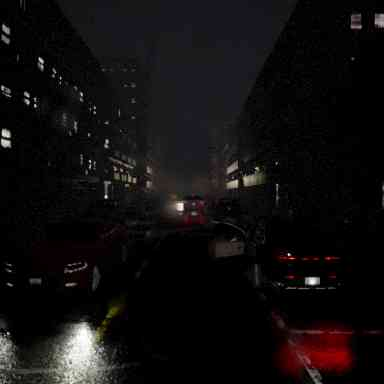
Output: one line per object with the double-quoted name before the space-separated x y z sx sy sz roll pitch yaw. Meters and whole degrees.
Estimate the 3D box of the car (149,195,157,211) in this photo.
"car" -5.548 1.480 38.451 1.967 1.590 4.097 0 0 0

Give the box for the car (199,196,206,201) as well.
"car" 3.034 1.786 95.318 1.802 1.307 4.206 0 0 0

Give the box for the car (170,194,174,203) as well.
"car" -5.428 1.648 72.419 1.752 1.417 4.829 0 0 0

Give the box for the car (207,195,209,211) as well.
"car" 2.832 1.480 38.418 1.967 1.590 4.097 0 0 0

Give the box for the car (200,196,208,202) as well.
"car" 2.993 1.744 83.937 1.802 1.307 4.206 0 0 0

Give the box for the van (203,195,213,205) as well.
"van" 2.914 1.430 61.177 1.690 1.788 3.998 0 0 0

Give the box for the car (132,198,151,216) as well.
"car" -5.569 1.582 32.760 2.008 1.369 4.403 0 0 0

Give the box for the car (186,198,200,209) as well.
"car" 0.202 1.559 46.238 1.837 1.490 4.892 0 0 1

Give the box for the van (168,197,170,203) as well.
"van" -5.466 1.430 61.209 1.690 1.788 3.998 0 0 0

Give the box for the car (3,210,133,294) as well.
"car" -3.070 1.481 9.036 1.882 1.535 5.008 0 0 0

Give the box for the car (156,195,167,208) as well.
"car" -5.507 1.376 49.830 2.192 1.841 5.009 0 0 0

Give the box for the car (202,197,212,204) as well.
"car" 2.932 1.650 66.867 1.887 1.381 4.507 0 0 0

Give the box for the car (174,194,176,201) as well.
"car" -5.407 1.724 78.280 1.802 1.307 4.206 0 0 0

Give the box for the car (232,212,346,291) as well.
"car" 2.386 1.508 8.989 1.837 1.490 4.892 0 0 0

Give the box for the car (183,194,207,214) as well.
"car" 0.197 1.258 35.980 2.150 2.045 5.566 0 0 1

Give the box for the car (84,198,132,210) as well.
"car" -5.609 1.330 21.379 2.192 1.841 5.009 0 0 0

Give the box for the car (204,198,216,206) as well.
"car" 2.892 1.656 55.488 1.802 1.307 4.206 0 0 0

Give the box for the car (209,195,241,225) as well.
"car" 2.792 1.338 27.038 2.192 1.841 5.009 0 0 0
